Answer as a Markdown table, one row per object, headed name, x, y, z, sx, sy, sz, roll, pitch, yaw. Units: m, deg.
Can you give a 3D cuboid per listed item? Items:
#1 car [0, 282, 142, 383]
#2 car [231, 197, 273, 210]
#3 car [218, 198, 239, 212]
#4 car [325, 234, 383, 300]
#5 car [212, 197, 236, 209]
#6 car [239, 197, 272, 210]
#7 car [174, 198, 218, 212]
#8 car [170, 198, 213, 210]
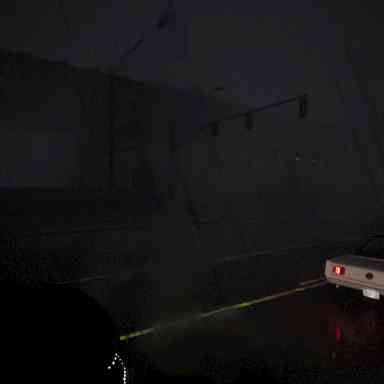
| name | x | y | z | sx | sy | sz | roll | pitch | yaw |
| --- | --- | --- | --- | --- | --- | --- | --- | --- | --- |
| car | -3.003 | 1.221 | 1.607 | 5.566 | 2.045 | 2.150 | 0 | 0 | -35 |
| car | 7.712 | 1.453 | 42.840 | 4.974 | 1.542 | 2.038 | 0 | 0 | -7 |
| car | 3.803 | 1.453 | 39.079 | 2.038 | 1.542 | 4.974 | 0 | 0 | 18 |
| car | 5.142 | 1.601 | 7.447 | 4.718 | 1.301 | 1.895 | 0 | 0 | -35 |
| car | 3.819 | 1.295 | 39.129 | 1.853 | 1.218 | 4.536 | 0 | 0 | 18 |
| car | 7.661 | 1.295 | 42.834 | 4.536 | 1.218 | 1.853 | 0 | 0 | -7 |
| car | 0.060 | 1.453 | 36.392 | 4.974 | 1.542 | 2.038 | 0 | 0 | 8 |
| car | 0.008 | 1.295 | 36.399 | 4.536 | 1.218 | 1.853 | 0 | 0 | 8 |
